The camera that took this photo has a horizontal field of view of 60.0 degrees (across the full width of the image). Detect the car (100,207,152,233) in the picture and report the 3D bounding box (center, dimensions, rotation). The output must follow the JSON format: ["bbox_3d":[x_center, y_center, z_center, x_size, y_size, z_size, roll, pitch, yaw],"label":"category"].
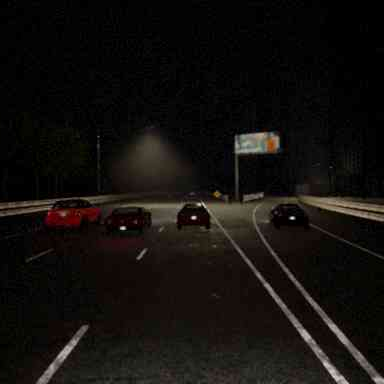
[{"bbox_3d":[-3.395,1.473,18.556,1.895,1.301,4.718,0,0,0],"label":"car"}]

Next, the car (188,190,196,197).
[{"bbox_3d":[0.020,0.366,93.549,2.097,1.767,4.553,0,1,0],"label":"car"}]

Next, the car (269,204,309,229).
[{"bbox_3d":[5.926,1.420,20.643,1.994,1.385,4.181,0,0,8],"label":"car"}]

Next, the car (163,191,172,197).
[{"bbox_3d":[-6.980,0.536,93.583,2.128,1.511,4.902,0,1,0],"label":"car"}]

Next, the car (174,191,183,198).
[{"bbox_3d":[-3.483,0.791,83.579,1.812,1.442,4.674,0,1,0],"label":"car"}]

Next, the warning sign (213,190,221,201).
[{"bbox_3d":[4.551,0.632,59.779,1.300,1.860,1.060,-1,0,0],"label":"warning sign"}]

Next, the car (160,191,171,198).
[{"bbox_3d":[-6.982,0.819,83.580,1.994,1.385,4.181,0,1,0],"label":"car"}]

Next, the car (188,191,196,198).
[{"bbox_3d":[0.018,0.795,83.161,2.128,1.511,4.902,0,1,0],"label":"car"}]

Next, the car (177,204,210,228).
[{"bbox_3d":[0.103,1.420,20.852,1.994,1.385,4.181,0,0,0],"label":"car"}]

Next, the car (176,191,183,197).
[{"bbox_3d":[-3.480,0.511,93.581,1.837,1.490,4.892,0,1,0],"label":"car"}]

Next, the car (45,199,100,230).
[{"bbox_3d":[-6.895,1.215,19.916,2.097,1.767,4.553,0,0,0],"label":"car"}]
